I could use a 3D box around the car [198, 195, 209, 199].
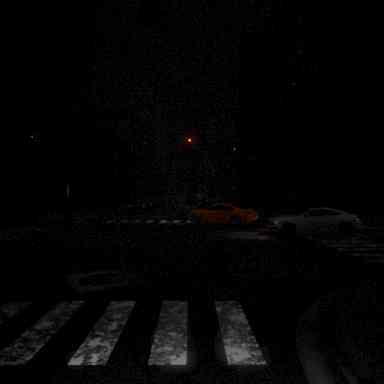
[{"bbox_3d":[2.363,1.637,52.667,1.947,1.339,4.313,0,0,0],"label":"car"}]

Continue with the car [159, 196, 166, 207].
[{"bbox_3d":[-5.662,1.653,52.678,1.802,1.307,4.206,0,0,0],"label":"car"}]

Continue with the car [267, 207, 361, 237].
[{"bbox_3d":[6.314,1.503,17.373,4.674,1.442,1.812,0,0,0],"label":"car"}]

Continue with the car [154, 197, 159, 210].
[{"bbox_3d":[-5.677,1.489,41.656,1.967,1.590,4.097,0,0,0],"label":"car"}]

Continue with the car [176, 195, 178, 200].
[{"bbox_3d":[-5.609,1.721,91.253,1.887,1.381,4.507,0,0,0],"label":"car"}]

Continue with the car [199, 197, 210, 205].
[{"bbox_3d":[2.378,1.647,63.688,2.008,1.369,4.403,0,0,0],"label":"car"}]

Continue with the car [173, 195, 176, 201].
[{"bbox_3d":[-5.624,1.694,80.231,2.008,1.369,4.403,0,0,0],"label":"car"}]

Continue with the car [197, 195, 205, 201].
[{"bbox_3d":[2.409,1.600,85.732,1.967,1.590,4.097,0,0,0],"label":"car"}]

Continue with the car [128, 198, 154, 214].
[{"bbox_3d":[-5.684,1.480,36.146,1.967,1.590,4.097,0,0,0],"label":"car"}]

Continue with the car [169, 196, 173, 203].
[{"bbox_3d":[-5.639,1.552,69.210,1.967,1.590,4.097,0,0,0],"label":"car"}]

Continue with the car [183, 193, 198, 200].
[{"bbox_3d":[-0.162,1.437,59.272,2.097,1.767,4.553,0,0,-1],"label":"car"}]

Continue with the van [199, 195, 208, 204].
[{"bbox_3d":[2.386,1.453,69.199,1.690,1.788,3.998,0,0,0],"label":"van"}]

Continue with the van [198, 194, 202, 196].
[{"bbox_3d":[2.371,1.424,58.178,1.690,1.788,3.998,0,0,0],"label":"van"}]

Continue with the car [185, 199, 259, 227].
[{"bbox_3d":[2.107,1.495,22.969,5.008,1.535,1.882,0,1,33],"label":"car"}]

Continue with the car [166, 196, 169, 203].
[{"bbox_3d":[-5.654,1.634,58.188,2.008,1.369,4.403,0,0,0],"label":"car"}]

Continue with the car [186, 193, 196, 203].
[{"bbox_3d":[-0.244,1.349,73.385,2.150,2.045,5.566,0,0,0],"label":"car"}]

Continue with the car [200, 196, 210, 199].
[{"bbox_3d":[2.356,1.641,47.157,1.802,1.307,4.206,0,0,0],"label":"car"}]

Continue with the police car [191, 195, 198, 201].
[{"bbox_3d":[0.603,1.598,90.214,1.930,1.638,5.238,0,0,0],"label":"police car"}]
